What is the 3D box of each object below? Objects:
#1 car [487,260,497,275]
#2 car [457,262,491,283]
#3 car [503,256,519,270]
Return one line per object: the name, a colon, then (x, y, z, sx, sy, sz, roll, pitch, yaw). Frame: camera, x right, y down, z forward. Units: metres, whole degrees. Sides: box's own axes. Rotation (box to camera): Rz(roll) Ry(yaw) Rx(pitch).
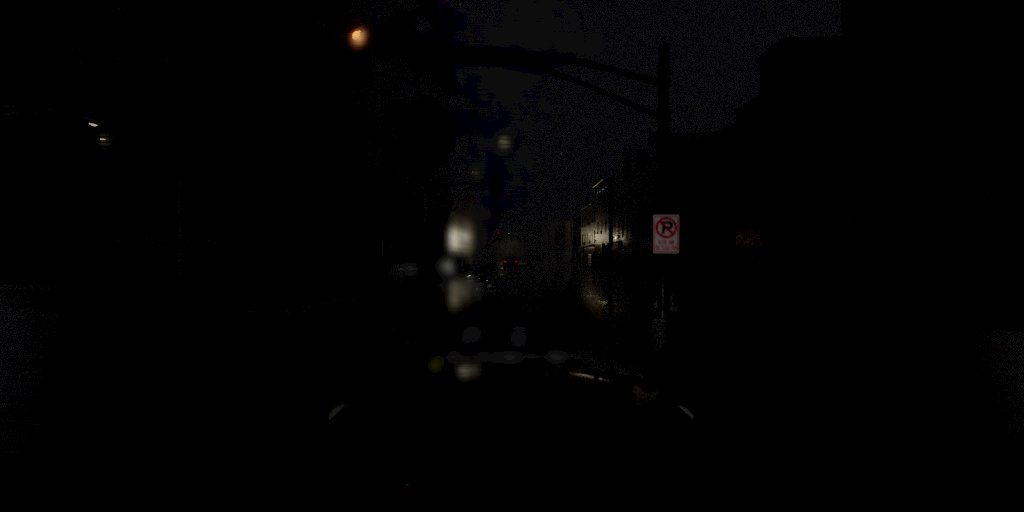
car: (-2.988, 1.303, 38.325, 2.033, 1.411, 5.357, 0, 0, 0)
car: (-2.946, 1.317, 27.397, 1.994, 1.385, 4.181, 0, 0, 0)
car: (-0.193, 0.984, 52.561, 2.150, 2.045, 5.566, 0, 0, 0)
